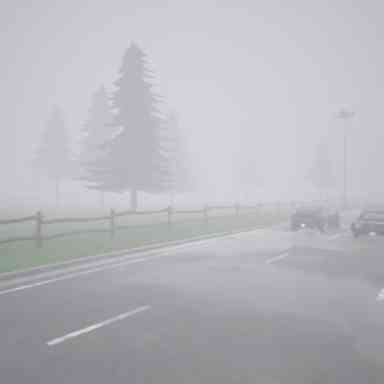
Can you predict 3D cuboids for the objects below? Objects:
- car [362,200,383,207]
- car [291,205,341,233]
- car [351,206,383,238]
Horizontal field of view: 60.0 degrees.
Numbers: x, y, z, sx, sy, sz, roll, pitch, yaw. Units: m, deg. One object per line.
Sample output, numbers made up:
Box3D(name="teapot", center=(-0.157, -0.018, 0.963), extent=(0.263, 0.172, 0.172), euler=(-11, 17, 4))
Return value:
Box3D(name="car", center=(18.950, 1.577, 34.607), extent=(1.812, 1.442, 4.674), euler=(0, 0, 38))
Box3D(name="car", center=(7.487, 1.532, 19.894), extent=(1.837, 1.490, 4.892), euler=(0, 0, 38))
Box3D(name="car", center=(9.650, 1.627, 16.996), extent=(1.895, 1.301, 4.718), euler=(0, 0, 38))
